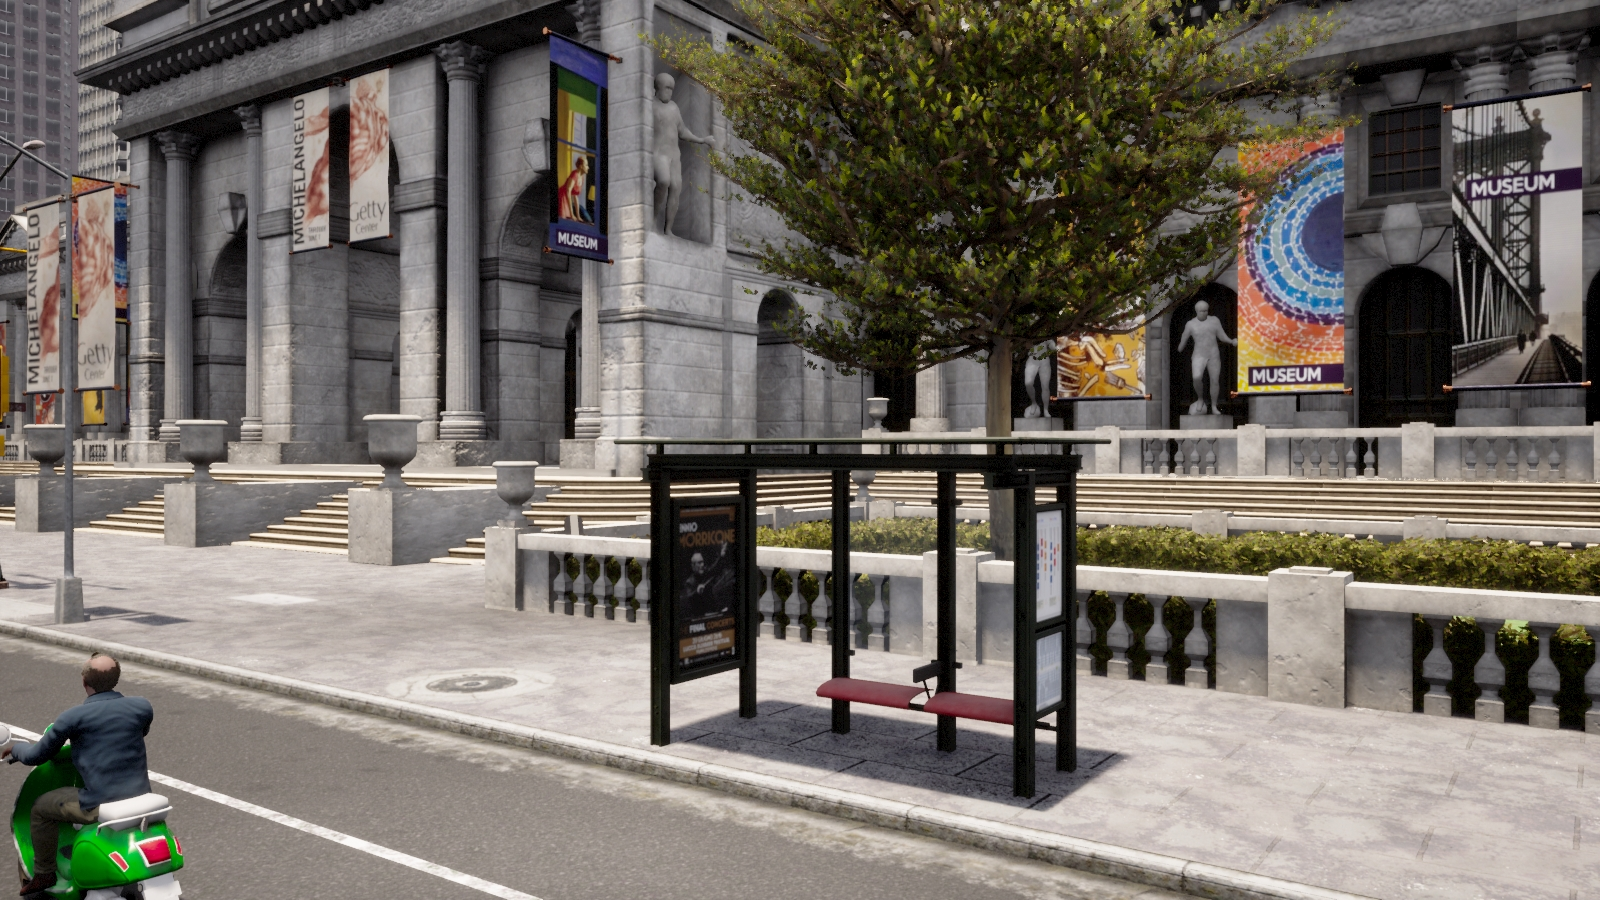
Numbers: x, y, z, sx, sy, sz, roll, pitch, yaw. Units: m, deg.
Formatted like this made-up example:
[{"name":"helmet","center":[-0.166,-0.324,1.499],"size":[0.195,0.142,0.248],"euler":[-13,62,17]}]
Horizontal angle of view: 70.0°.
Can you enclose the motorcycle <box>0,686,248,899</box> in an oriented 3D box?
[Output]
[{"name":"motorcycle","center":[-4.138,2.179,6.693],"size":[1.805,1.236,0.856],"euler":[0,0,35]}]
